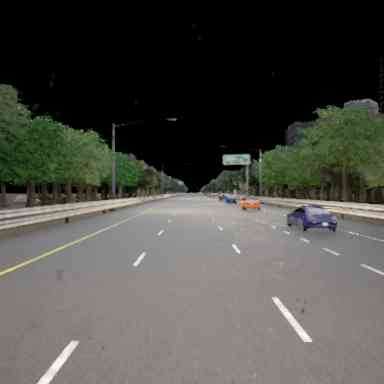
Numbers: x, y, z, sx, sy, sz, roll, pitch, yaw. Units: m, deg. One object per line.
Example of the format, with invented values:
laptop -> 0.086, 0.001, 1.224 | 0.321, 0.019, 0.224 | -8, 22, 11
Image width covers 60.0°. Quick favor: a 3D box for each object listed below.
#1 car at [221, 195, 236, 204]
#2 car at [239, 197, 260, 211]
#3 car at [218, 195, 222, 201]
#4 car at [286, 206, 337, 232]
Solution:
car -> 7.206, 1.470, 62.895 | 1.882, 1.535, 5.008 | 0, 0, 0
car -> 7.088, 1.353, 41.369 | 2.097, 1.767, 4.553 | 0, 0, 0
car -> 7.331, 1.472, 79.927 | 1.837, 1.490, 4.892 | 0, 0, 0
car -> 7.018, 1.535, 19.818 | 1.812, 1.442, 4.674 | 0, 0, 0
